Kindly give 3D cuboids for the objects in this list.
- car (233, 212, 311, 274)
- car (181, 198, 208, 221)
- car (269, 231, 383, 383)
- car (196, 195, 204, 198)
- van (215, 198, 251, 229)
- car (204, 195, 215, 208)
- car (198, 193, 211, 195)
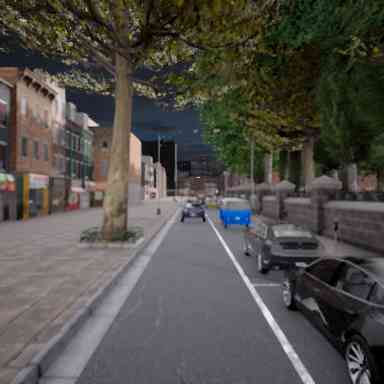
[{"bbox_3d":[2.649,1.534,10.272,2.008,1.369,4.403,1,0,0],"label":"car"},{"bbox_3d":[0.103,1.491,26.378,1.812,1.442,4.674,0,0,0],"label":"car"},{"bbox_3d":[2.648,1.557,4.823,1.947,1.339,4.313,1,0,0],"label":"car"},{"bbox_3d":[0.104,1.451,42.625,2.128,1.511,4.902,0,0,0],"label":"car"},{"bbox_3d":[2.654,1.311,21.171,1.690,1.788,3.998,1,0,0],"label":"van"},{"bbox_3d":[2.654,1.484,43.139,1.752,1.417,4.829,1,0,0],"label":"car"},{"bbox_3d":[2.658,1.282,59.317,2.192,1.841,5.009,1,0,0],"label":"car"}]
